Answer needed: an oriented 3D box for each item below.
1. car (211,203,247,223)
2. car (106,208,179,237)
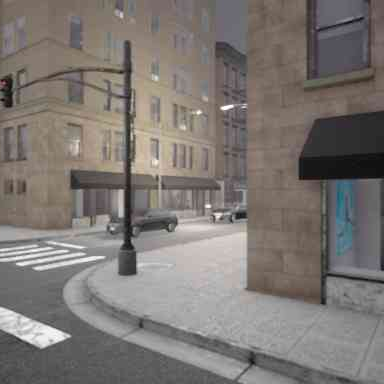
[{"bbox_3d":[3.390,1.654,27.345,2.128,1.511,4.902,0,0,35],"label":"car"},{"bbox_3d":[-2.643,1.627,18.850,1.812,1.442,4.674,0,0,37],"label":"car"}]
